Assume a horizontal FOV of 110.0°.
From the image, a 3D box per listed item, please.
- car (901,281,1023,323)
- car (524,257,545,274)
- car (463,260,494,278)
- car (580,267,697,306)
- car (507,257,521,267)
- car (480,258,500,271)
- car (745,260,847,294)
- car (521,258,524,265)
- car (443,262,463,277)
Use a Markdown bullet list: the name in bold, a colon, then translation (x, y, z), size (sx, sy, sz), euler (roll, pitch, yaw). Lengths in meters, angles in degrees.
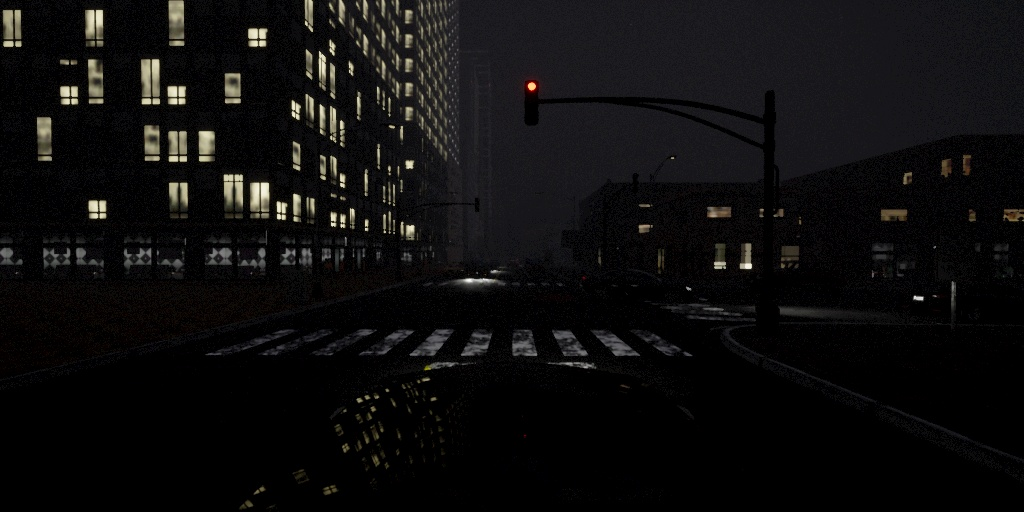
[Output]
- **car**: translation (16.434, 1.549, 12.640), size (4.313, 1.339, 1.948), euler (0, 0, 1)
- **car**: translation (2.774, 1.180, 41.331), size (1.967, 1.591, 4.097), euler (0, 0, 0)
- **car**: translation (-3.035, 1.306, 33.164), size (1.994, 1.385, 4.181), euler (0, 0, 0)
- **car**: translation (5.564, 1.274, 16.108), size (4.902, 1.511, 2.128), euler (2, 1, 20)
- **car**: translation (0.133, 1.301, 63.834), size (1.994, 1.385, 4.181), euler (0, 0, 0)
- **car**: translation (-2.997, 1.303, 48.606), size (1.994, 1.385, 4.181), euler (0, 0, 0)
- **car**: translation (16.559, 1.166, 21.019), size (5.009, 1.841, 2.192), euler (0, 0, 1)
- **car**: translation (2.798, 1.053, 52.619), size (2.192, 1.841, 5.009), euler (0, 0, 0)
- **car**: translation (-5.757, 1.267, 35.590), size (1.751, 1.417, 4.829), euler (0, 0, 0)
